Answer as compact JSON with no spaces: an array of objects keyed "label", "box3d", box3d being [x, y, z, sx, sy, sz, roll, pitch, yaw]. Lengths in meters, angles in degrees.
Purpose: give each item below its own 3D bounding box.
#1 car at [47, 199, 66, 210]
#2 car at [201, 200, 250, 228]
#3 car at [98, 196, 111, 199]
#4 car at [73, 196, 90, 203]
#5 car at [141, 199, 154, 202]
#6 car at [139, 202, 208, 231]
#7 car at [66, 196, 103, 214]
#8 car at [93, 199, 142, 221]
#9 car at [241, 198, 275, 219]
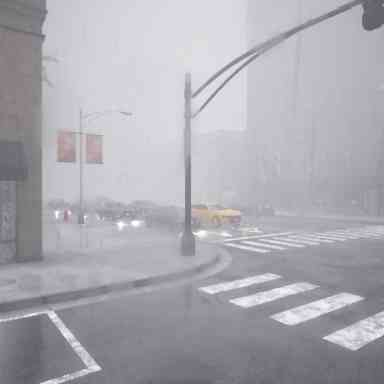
[{"label":"car","box3d":[-17.054,1.537,42.459,1.895,1.301,4.718,0,0,-35]},{"label":"car","box3d":[1.284,1.451,22.504,1.882,1.535,5.008,0,0,-35]},{"label":"car","box3d":[-10.250,1.295,38.529,2.097,1.767,4.553,0,0,-36]},{"label":"car","box3d":[-22.041,1.451,66.332,1.994,1.385,4.181,0,0,-36]},{"label":"car","box3d":[-4.264,1.463,30.203,1.837,1.490,4.892,0,0,-36]},{"label":"car","box3d":[-1.224,1.541,20.424,1.994,1.385,4.181,0,0,-36]},{"label":"car","box3d":[-11.069,1.478,34.108,1.812,1.442,4.674,0,0,-36]},{"label":"car","box3d":[-6.144,1.529,27.241,1.994,1.385,4.181,0,0,-37]},{"label":"car","box3d":[4.904,1.311,28.940,2.097,1.767,4.553,0,0,-36]}]
